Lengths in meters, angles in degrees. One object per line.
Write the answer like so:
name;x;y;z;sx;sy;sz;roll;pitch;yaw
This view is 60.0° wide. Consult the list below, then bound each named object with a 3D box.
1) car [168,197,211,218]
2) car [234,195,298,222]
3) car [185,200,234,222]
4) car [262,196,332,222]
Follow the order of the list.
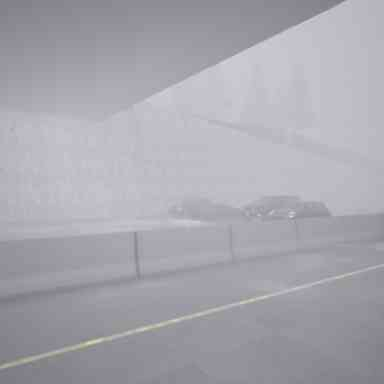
car;0.075;1.357;29.786;4.553;1.767;2.097;0;0;-35
car;6.255;1.230;25.567;5.566;2.045;2.150;0;0;-35
car;1.929;1.570;26.812;4.181;1.385;1.994;0;0;-35
car;7.127;1.357;21.906;4.553;1.767;2.097;0;0;-35
